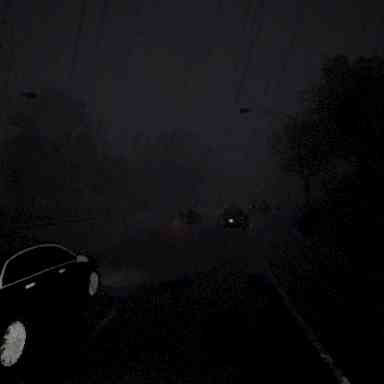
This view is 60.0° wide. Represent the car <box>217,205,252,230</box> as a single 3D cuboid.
[{"bbox_3d":[2.919,1.826,23.142,1.994,1.385,4.181,0,-1,13],"label":"car"}]

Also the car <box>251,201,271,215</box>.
[{"bbox_3d":[8.355,1.824,40.591,2.097,1.767,4.553,0,-1,21],"label":"car"}]

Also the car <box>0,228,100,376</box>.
[{"bbox_3d":[-3.088,1.556,5.668,1.837,1.490,4.892,0,-1,3],"label":"car"}]

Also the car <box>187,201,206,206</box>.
[{"bbox_3d":[0.535,2.078,49.457,1.994,1.385,4.181,0,-1,25],"label":"car"}]

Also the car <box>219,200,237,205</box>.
[{"bbox_3d":[5.613,2.076,51.980,1.837,1.490,4.892,0,-1,27],"label":"car"}]

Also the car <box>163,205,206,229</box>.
[{"bbox_3d":[-0.521,1.856,24.058,1.895,1.301,4.718,0,-1,13],"label":"car"}]

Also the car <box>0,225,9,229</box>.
[{"bbox_3d":[-6.476,1.644,9.649,1.994,1.385,4.181,0,-1,5],"label":"car"}]
